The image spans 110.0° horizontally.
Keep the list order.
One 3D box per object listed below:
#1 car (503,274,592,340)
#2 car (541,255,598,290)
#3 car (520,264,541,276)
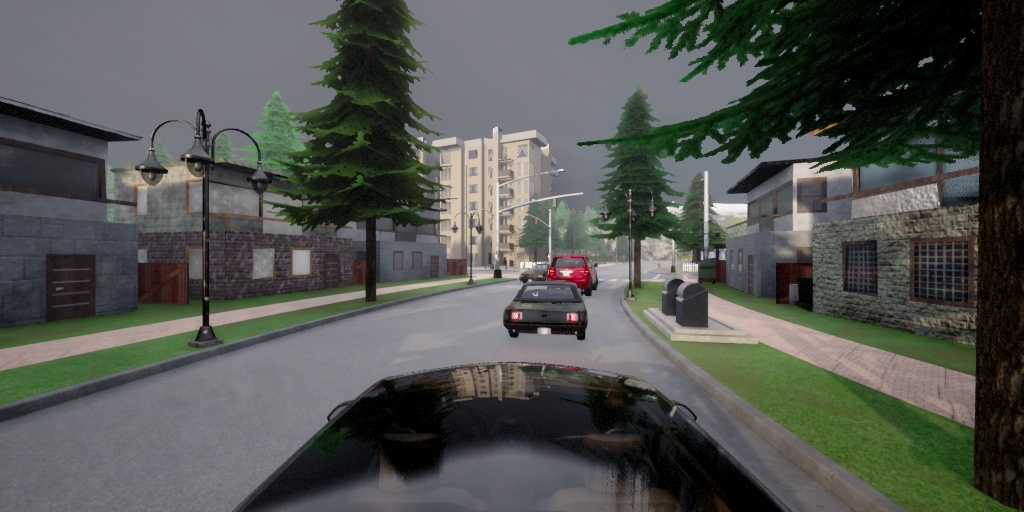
[{"bbox_3d":[1.076,1.351,10.025,1.895,1.301,4.718,0,0,9],"label":"car"},{"bbox_3d":[3.379,0.971,19.519,2.150,2.045,5.566,0,0,18],"label":"car"},{"bbox_3d":[2.340,1.301,27.132,2.033,1.411,5.357,0,0,24],"label":"car"}]
